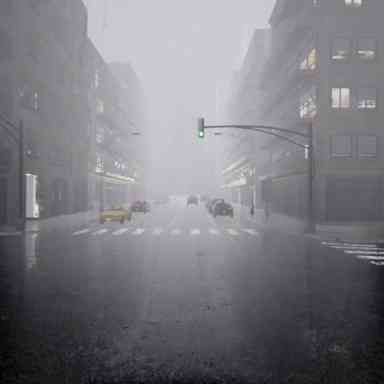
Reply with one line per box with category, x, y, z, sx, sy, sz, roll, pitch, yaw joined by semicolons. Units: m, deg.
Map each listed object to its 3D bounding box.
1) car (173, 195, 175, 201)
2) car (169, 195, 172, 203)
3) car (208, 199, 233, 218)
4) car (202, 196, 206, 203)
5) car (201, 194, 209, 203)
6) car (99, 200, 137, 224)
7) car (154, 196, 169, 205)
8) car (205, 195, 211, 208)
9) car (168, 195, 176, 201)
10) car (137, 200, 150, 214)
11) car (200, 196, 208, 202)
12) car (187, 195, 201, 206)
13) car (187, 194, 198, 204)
car;-5.509;1.557;85.644;1.752;1.417;4.829;1;0;0
car;-5.554;1.571;63.721;2.008;1.369;4.403;1;0;0
car;2.761;1.552;30.549;1.887;1.381;4.507;1;0;0
car;2.794;1.595;47.120;1.802;1.307;4.206;1;0;0
car;2.841;1.338;69.215;2.192;1.841;5.009;1;0;0
car;-5.631;1.531;24.887;1.752;1.417;4.829;1;0;0
car;-5.565;1.543;58.028;1.752;1.417;4.829;1;0;0
car;2.773;1.449;36.073;1.967;1.590;4.097;1;0;0
car;-5.498;1.586;91.338;2.008;1.369;4.403;1;0;0
car;-5.609;1.554;36.104;1.887;1.381;4.507;1;0;0
car;2.861;1.594;80.260;1.947;1.339;4.313;1;0;0
car;0.117;1.521;56.399;1.837;1.490;4.892;0;0;0
car;0.136;1.373;66.791;2.097;1.767;4.553;0;0;0
